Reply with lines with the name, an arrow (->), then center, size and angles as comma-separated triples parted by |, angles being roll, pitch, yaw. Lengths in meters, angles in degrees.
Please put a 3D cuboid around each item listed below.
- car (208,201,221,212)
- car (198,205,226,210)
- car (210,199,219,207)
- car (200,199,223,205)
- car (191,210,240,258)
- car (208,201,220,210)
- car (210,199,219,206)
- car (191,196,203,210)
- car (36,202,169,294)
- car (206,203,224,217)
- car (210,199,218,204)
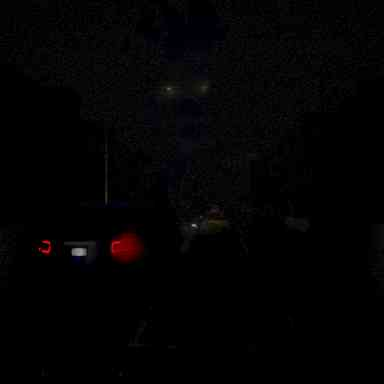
car -> 3.177, 1.946, 47.036 | 1.752, 1.417, 4.829 | 0, -1, 4
car -> 1.300, 1.649, 18.728 | 1.752, 1.417, 4.829 | 0, -1, 4
car -> 4.304, 2.148, 64.021 | 1.752, 1.417, 4.829 | 0, -1, 4
car -> 2.040, 1.675, 29.882 | 1.967, 1.590, 4.097 | 0, -1, 4
car -> 0.914, 1.619, 12.896 | 2.008, 1.369, 4.403 | 0, -1, 4
car -> 3.541, 2.066, 52.528 | 1.802, 1.307, 4.206 | 0, -1, 4
car -> 4.668, 2.235, 69.513 | 1.887, 1.381, 4.507 | 0, -1, 4
car -> 0.986, 1.720, 52.499 | 2.150, 2.045, 5.566 | 0, -1, 4
car -> -1.992, 1.268, 9.064 | 2.150, 2.045, 5.566 | 0, -1, 4
car -> 2.415, 1.876, 35.542 | 1.802, 1.307, 4.206 | 0, -1, 4
car -> 5.794, 2.461, 86.498 | 2.008, 1.369, 4.403 | 0, -1, 4
